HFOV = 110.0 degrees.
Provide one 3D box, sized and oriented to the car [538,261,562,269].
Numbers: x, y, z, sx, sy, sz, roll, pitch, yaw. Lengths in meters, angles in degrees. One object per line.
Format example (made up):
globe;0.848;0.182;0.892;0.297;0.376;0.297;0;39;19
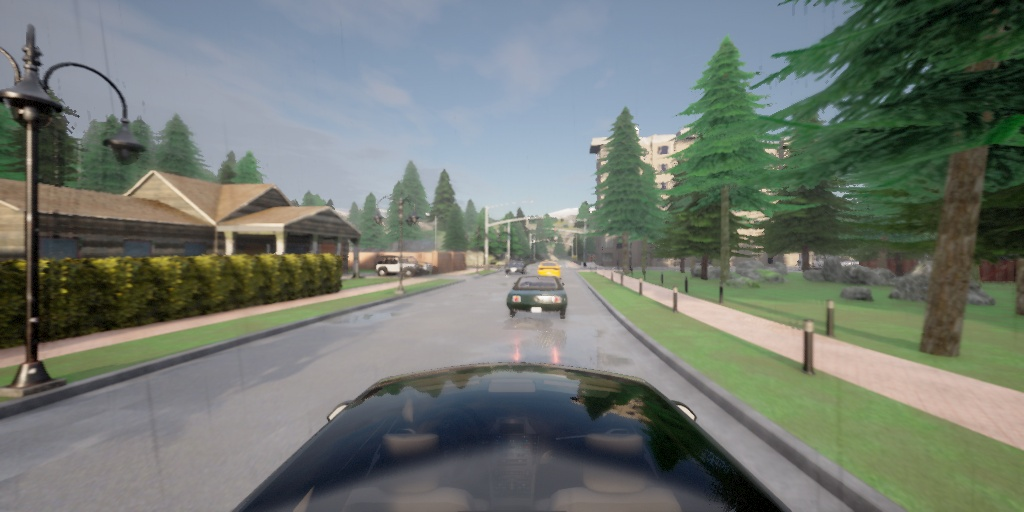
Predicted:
car;3.224;1.196;30.690;1.882;1.535;5.008;0;0;8

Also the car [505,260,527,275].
car;0.473;1.193;37.478;2.128;1.511;4.902;0;0;8

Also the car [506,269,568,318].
car;0.968;1.336;13.001;1.895;1.301;4.718;0;0;6
